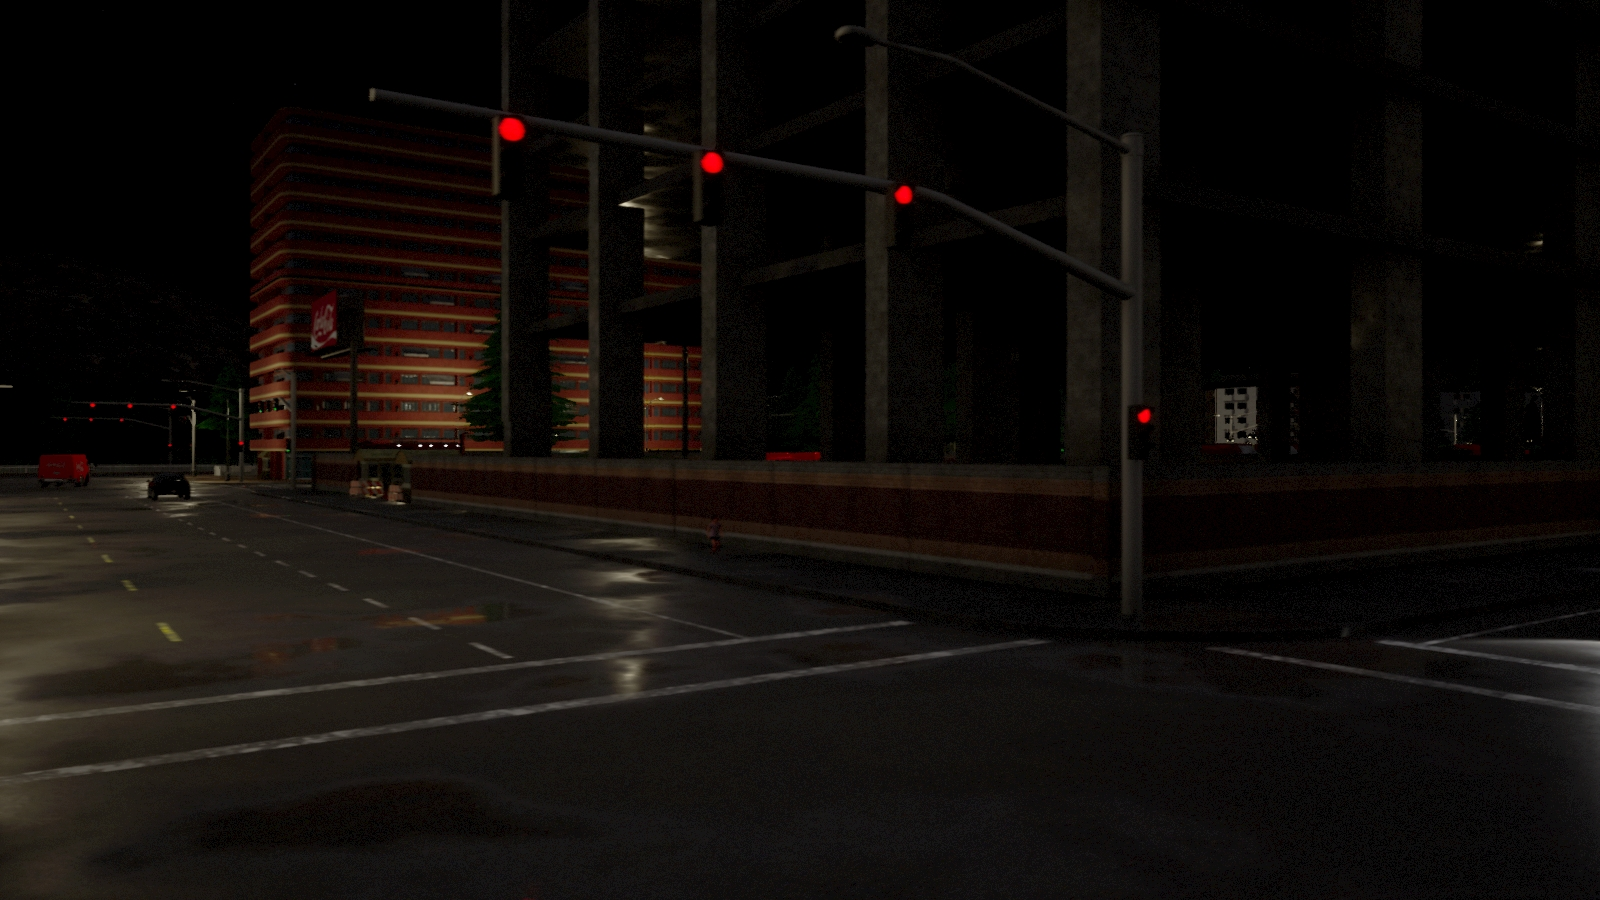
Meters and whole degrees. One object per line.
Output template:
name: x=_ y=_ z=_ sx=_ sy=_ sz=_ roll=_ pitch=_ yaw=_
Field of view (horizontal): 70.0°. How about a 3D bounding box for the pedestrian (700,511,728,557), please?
pedestrian: x=-2.129 y=2.077 z=28.288 sx=0.500 sy=1.100 sz=0.500 roll=0 pitch=0 yaw=-34
